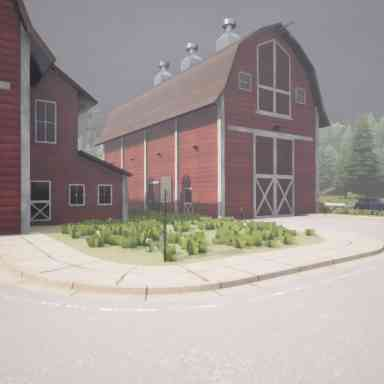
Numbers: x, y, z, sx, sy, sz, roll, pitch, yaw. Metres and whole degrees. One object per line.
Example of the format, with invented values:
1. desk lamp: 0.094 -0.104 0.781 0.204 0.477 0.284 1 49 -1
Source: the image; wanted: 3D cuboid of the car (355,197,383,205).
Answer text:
1. car: 20.138 1.389 36.066 2.097 1.767 4.553 0 0 -34
